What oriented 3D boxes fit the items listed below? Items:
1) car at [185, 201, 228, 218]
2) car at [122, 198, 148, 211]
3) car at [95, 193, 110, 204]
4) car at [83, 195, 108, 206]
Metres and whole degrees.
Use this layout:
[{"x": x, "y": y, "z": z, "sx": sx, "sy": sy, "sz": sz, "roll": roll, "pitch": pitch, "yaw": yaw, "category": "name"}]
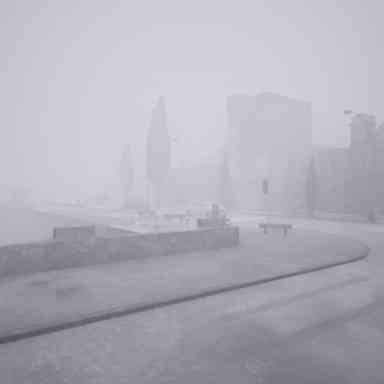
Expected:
[{"x": 1.176, "y": 1.526, "z": 29.482, "sx": 1.812, "sy": 1.442, "sz": 4.674, "roll": 0, "pitch": 0, "yaw": -36, "category": "car"}, {"x": -7.002, "y": 1.505, "z": 40.929, "sx": 1.837, "sy": 1.490, "sz": 4.892, "roll": 0, "pitch": 0, "yaw": -35, "category": "car"}, {"x": -17.293, "y": 1.221, "z": 62.522, "sx": 2.150, "sy": 2.045, "sz": 5.566, "roll": 0, "pitch": 0, "yaw": -36, "category": "car"}, {"x": -15.951, "y": 1.600, "z": 53.598, "sx": 2.033, "sy": 1.411, "sz": 5.357, "roll": 0, "pitch": 0, "yaw": -36, "category": "car"}]
